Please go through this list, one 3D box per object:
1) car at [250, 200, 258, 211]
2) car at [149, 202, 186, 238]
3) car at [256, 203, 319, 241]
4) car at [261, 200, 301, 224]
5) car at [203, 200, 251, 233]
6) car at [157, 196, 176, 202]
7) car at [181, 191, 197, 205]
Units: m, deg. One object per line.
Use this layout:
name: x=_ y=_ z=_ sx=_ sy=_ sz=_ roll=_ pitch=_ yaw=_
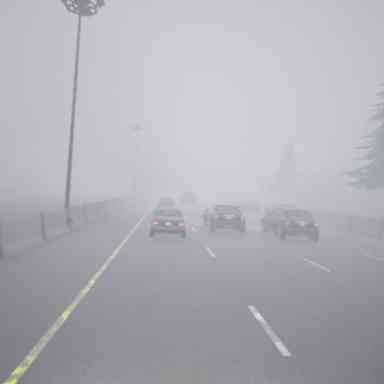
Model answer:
car: x=7.279 y=1.788 z=42.254 sx=2.128 sy=1.511 sz=4.902 roll=3 pitch=1 yaw=-5
car: x=-1.292 y=1.517 z=17.863 sx=2.033 sy=1.411 sz=5.357 roll=3 pitch=0 yaw=-5
car: x=5.593 y=1.711 z=19.514 sx=2.097 sy=1.767 sz=4.553 roll=3 pitch=0 yaw=-5
car: x=8.188 y=1.808 z=30.968 sx=2.097 sy=1.767 sz=4.553 roll=3 pitch=0 yaw=-5
car: x=1.958 y=1.500 z=21.191 sx=2.097 sy=1.767 sz=4.553 roll=3 pitch=0 yaw=-5
car: x=-2.876 y=1.265 z=37.710 sx=1.837 sy=1.490 sz=4.892 roll=3 pitch=1 yaw=-5
car: x=-0.492 y=0.925 z=52.011 sx=2.150 sy=2.045 sz=5.566 roll=3 pitch=1 yaw=-5
